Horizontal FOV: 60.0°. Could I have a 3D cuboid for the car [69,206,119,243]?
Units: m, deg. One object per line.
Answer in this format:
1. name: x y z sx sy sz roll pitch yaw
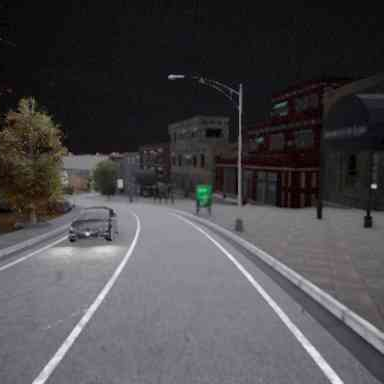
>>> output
1. car: -4.675 1.503 16.364 1.837 1.490 4.892 -1 0 -7
